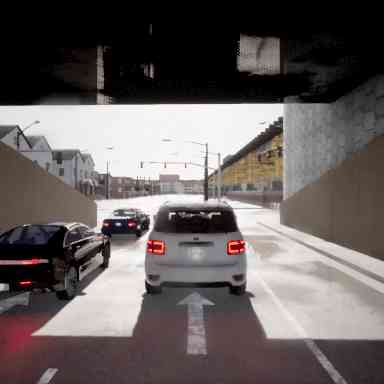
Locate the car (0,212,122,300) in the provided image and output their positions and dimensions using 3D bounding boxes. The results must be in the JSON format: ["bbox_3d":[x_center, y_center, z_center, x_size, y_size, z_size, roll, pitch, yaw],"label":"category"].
[{"bbox_3d":[-3.420,1.491,8.382,2.128,1.511,4.902,0,0,0],"label":"car"}]

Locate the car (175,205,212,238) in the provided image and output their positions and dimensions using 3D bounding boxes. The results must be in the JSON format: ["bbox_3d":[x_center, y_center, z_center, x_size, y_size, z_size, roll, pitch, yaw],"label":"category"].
[{"bbox_3d":[0.063,1.526,18.469,1.812,1.442,4.674,0,0,0],"label":"car"}]

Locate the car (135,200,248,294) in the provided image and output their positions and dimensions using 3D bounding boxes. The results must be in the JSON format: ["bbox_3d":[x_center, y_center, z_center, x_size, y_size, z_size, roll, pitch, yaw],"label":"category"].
[{"bbox_3d":[0.085,1.221,8.905,2.150,2.045,5.566,0,0,0],"label":"car"}]

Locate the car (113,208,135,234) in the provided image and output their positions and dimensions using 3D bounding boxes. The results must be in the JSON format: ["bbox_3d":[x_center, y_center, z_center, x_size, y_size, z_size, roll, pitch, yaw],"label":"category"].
[{"bbox_3d":[-3.417,1.547,17.931,2.033,1.411,5.357,0,0,0],"label":"car"}]
